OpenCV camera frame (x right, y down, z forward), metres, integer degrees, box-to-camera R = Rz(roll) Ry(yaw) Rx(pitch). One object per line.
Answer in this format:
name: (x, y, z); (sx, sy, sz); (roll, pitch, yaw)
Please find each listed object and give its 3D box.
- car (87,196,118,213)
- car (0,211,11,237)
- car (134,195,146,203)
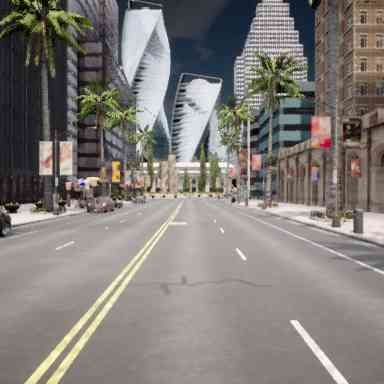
car: (-10.119, 1.335, 37.085); (2.185, 1.767, 4.553); (0, 0, -1)
car: (-10.190, 1.492, 15.153); (2.161, 1.482, 4.786); (0, 0, -1)
car: (-10.425, 1.464, 66.458); (2.231, 1.521, 4.892); (0, 0, -1)
